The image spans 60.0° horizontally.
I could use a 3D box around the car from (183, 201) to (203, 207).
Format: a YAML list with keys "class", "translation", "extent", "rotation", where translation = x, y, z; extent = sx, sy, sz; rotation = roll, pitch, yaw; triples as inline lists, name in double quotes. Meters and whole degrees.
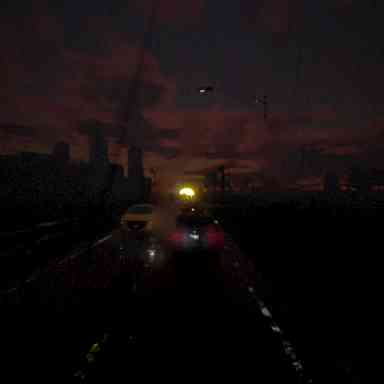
- class: "car"
  translation: [0.087, 1.531, 31.269]
  extent: [1.994, 1.385, 4.181]
  rotation: [0, 0, 0]

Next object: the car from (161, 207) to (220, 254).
- class: "car"
  translation: [0.091, 1.532, 13.448]
  extent: [2.033, 1.411, 5.357]
  rotation: [0, 0, 0]

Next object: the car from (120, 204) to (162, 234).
- class: "car"
  translation: [-2.852, 1.456, 19.453]
  extent: [1.882, 1.535, 5.008]
  rotation: [0, 0, 0]
